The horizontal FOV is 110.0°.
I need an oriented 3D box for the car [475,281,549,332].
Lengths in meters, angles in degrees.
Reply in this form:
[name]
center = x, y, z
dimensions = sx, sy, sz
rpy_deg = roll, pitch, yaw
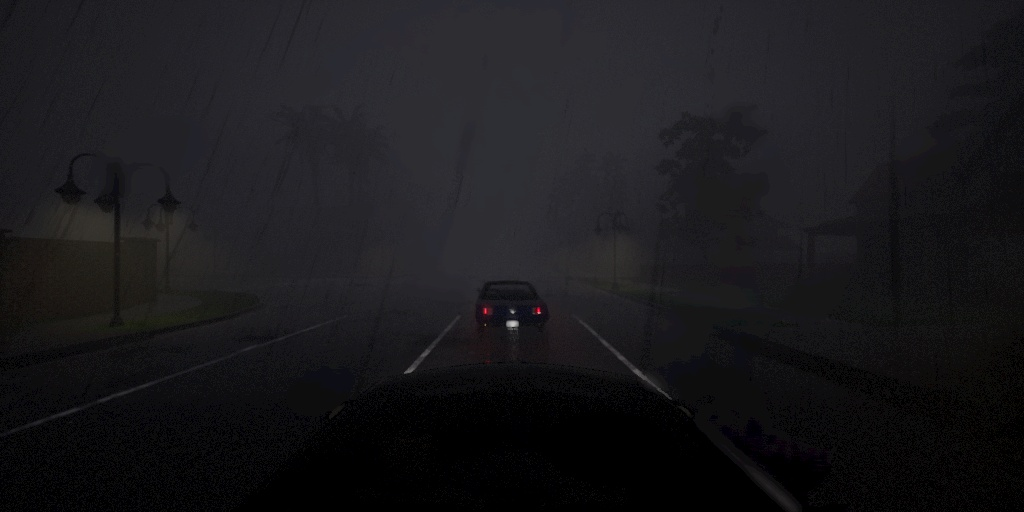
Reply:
[car]
center = -0.139, 1.426, 11.208
dimensions = 1.895, 1.301, 4.718
rpy_deg = 0, 0, -4
